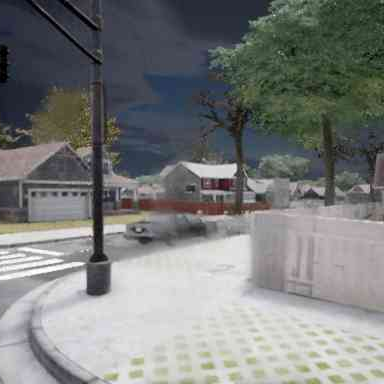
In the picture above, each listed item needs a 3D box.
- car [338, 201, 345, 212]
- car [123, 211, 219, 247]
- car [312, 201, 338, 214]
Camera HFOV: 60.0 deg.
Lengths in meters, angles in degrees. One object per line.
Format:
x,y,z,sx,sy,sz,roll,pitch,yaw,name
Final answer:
21.677,2.189,49.741,2.097,1.767,4.553,-1,-2,33,car
-0.779,1.603,15.424,2.033,1.411,5.357,-1,-2,33,car
16.304,2.097,41.433,2.128,1.511,4.902,-1,-2,34,car
